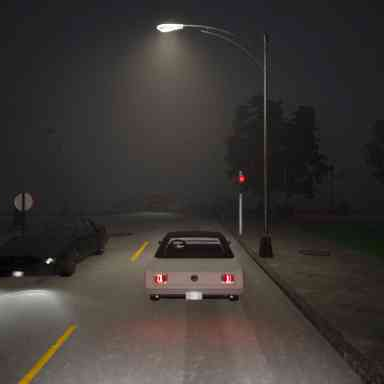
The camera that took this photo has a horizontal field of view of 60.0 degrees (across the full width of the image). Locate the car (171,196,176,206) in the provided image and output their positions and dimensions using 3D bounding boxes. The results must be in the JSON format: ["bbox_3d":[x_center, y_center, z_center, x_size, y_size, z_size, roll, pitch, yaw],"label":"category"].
[{"bbox_3d":[-4.060,1.503,55.090,1.837,1.490,4.892,0,0,0],"label":"car"}]

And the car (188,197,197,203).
[{"bbox_3d":[0.035,1.601,69.468,1.895,1.301,4.718,0,0,0],"label":"car"}]

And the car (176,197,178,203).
[{"bbox_3d":[-3.964,1.540,70.494,2.033,1.411,5.357,0,0,0],"label":"car"}]

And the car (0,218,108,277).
[{"bbox_3d":[-4.095,1.547,10.486,2.033,1.411,5.357,0,0,0],"label":"car"}]

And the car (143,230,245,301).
[{"bbox_3d":[0.061,1.601,8.278,1.895,1.301,4.718,0,0,0],"label":"car"}]

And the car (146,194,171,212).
[{"bbox_3d":[-4.078,1.221,39.707,2.150,2.045,5.566,0,0,0],"label":"car"}]
